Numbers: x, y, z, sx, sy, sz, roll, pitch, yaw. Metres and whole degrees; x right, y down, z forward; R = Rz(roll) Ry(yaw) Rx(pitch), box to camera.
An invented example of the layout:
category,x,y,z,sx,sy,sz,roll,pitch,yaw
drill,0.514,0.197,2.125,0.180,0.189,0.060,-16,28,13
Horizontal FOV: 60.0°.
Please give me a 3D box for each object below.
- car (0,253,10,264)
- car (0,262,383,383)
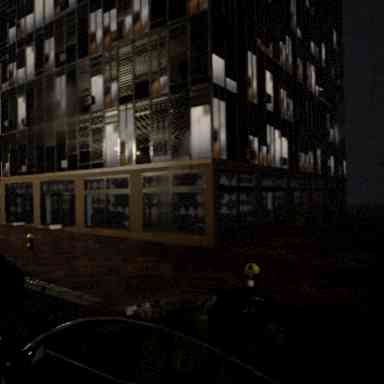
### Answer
category,x,y,z,sx,sy,sz,roll,pitch,yaw
car,-4.891,1.568,6.347,4.313,1.339,1.947,0,-1,36
car,-0.254,1.567,3.035,4.313,1.339,1.947,0,-1,36
